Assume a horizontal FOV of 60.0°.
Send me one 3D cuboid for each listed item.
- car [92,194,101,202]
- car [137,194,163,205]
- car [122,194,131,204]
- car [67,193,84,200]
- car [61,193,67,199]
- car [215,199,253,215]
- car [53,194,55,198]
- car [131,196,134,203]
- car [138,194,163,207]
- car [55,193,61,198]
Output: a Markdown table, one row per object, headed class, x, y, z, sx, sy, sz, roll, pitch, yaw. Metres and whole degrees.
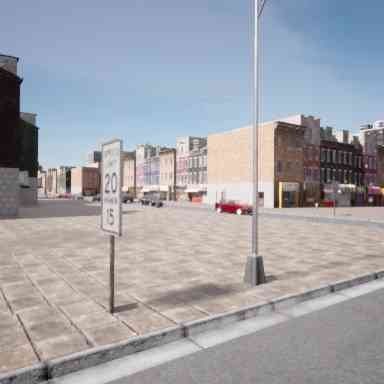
| class | x | y | z | sx | sy | sz | roll | pitch | yaw |
| --- | --- | --- | --- | --- | --- | --- | --- | --- | --- |
| car | -16.066 | 1.041 | 58.644 | 1.812 | 1.442 | 4.674 | 1 | 0 | -35 |
| car | -6.417 | 1.149 | 50.329 | 1.837 | 1.490 | 4.892 | 1 | 0 | -35 |
| car | -12.015 | 1.047 | 52.934 | 1.882 | 1.535 | 5.008 | 1 | 0 | -35 |
| car | -24.557 | 0.965 | 71.321 | 2.008 | 1.369 | 4.403 | 1 | 0 | -35 |
| car | -27.730 | 0.925 | 75.806 | 1.887 | 1.381 | 4.507 | 1 | 0 | -35 |
| car | 4.001 | 1.368 | 30.960 | 1.887 | 1.381 | 4.507 | 1 | 0 | -35 |
| car | -33.978 | 0.844 | 84.637 | 1.752 | 1.417 | 4.829 | 1 | 0 | -35 |
| car | -11.825 | 1.074 | 57.884 | 1.837 | 1.490 | 4.892 | 1 | 0 | -35 |
| car | -5.518 | 1.230 | 44.413 | 1.947 | 1.339 | 4.313 | 1 | 0 | -35 |
| car | -30.904 | 0.893 | 80.291 | 1.887 | 1.381 | 4.507 | 1 | 0 | -35 |
